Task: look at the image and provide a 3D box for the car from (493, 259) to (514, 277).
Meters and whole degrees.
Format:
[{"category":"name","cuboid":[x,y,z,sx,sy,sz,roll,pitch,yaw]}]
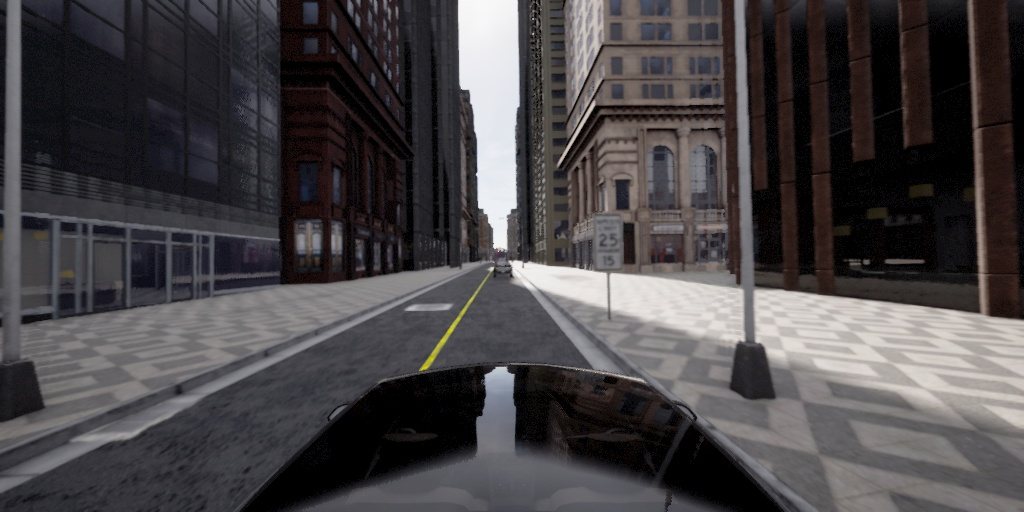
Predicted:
[{"category":"car","cuboid":[-0.880,1.270,35.324,2.128,1.511,4.902,-1,0,-1]}]
